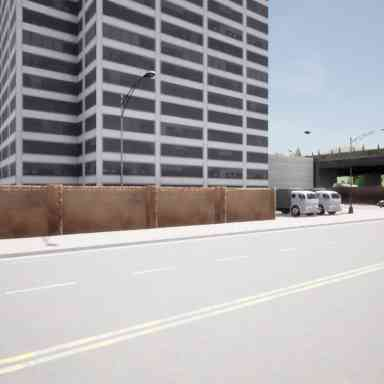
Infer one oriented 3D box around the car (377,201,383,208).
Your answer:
[{"bbox_3d":[27.318,1.469,44.460,1.812,1.442,4.674,0,0,-35],"label":"car"}]
